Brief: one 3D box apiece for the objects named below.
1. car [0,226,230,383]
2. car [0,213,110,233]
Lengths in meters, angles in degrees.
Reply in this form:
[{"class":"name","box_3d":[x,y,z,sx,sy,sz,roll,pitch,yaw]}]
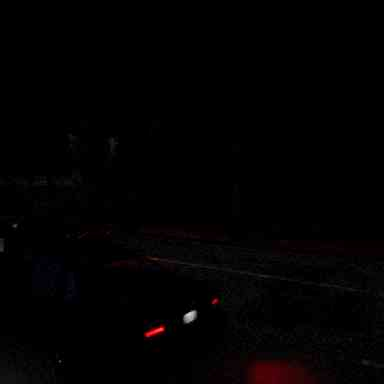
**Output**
[{"class":"car","box_3d":[-2.058,1.553,5.460,5.357,1.411,2.033,0,0,36]},{"class":"car","box_3d":[-5.038,1.491,11.883,5.008,1.535,1.882,0,0,35]}]
